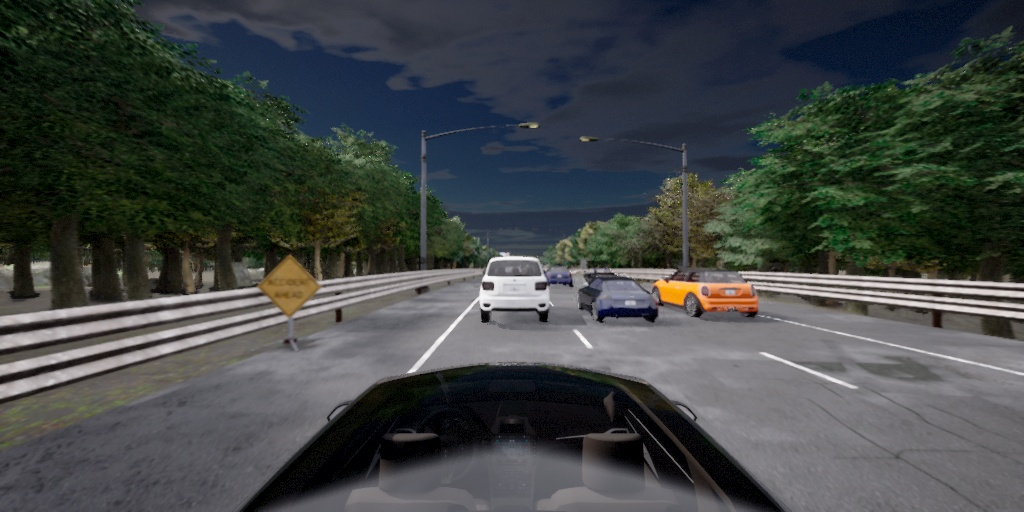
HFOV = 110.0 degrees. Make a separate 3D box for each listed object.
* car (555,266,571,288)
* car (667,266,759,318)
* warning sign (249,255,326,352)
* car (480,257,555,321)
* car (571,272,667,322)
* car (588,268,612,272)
[{"bbox_3d":[3.587,1.579,29.086,2.097,1.767,4.553,0,-2,0],"label":"car"},{"bbox_3d":[7.085,1.226,13.753,2.097,1.767,4.553,0,-1,0],"label":"car"},{"bbox_3d":[-4.548,0.904,7.355,1.300,1.860,1.060,0,0,0],"label":"warning sign"},{"bbox_3d":[0.086,1.081,13.002,2.150,2.045,5.566,0,-1,0],"label":"car"},{"bbox_3d":[3.584,1.423,12.860,1.994,1.385,4.181,0,-1,0],"label":"car"},{"bbox_3d":[7.089,1.726,29.336,2.128,1.511,4.902,0,-2,0],"label":"car"}]
